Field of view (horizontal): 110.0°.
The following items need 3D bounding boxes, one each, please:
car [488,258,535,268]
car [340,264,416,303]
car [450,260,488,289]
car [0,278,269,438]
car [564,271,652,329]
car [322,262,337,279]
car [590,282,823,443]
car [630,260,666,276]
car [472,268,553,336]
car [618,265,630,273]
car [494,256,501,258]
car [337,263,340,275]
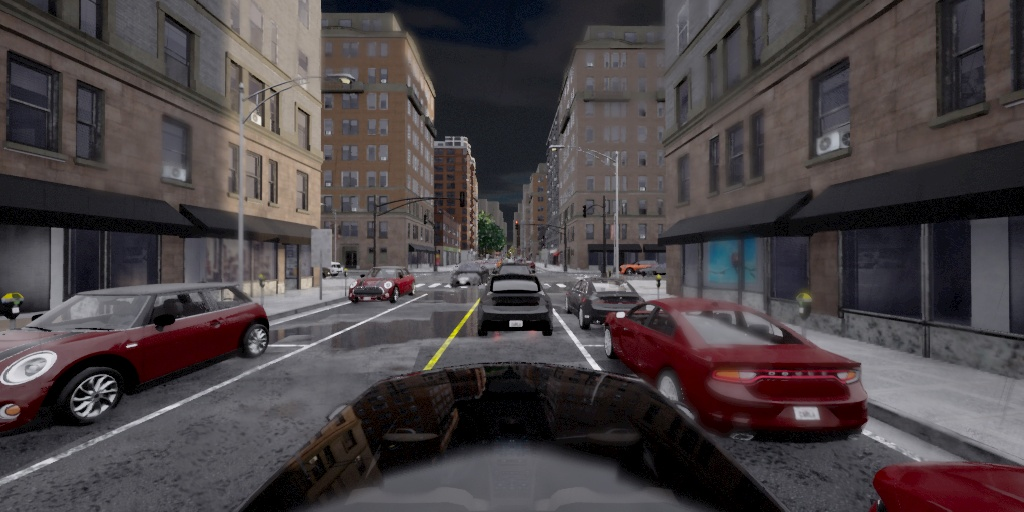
[{"bbox_3d":[0.119,1.108,17.809,2.097,1.767,4.553,0,0,0],"label":"car"},{"bbox_3d":[-5.836,1.195,16.470,1.967,1.591,4.097,0,0,0],"label":"car"},{"bbox_3d":[-2.662,1.233,23.359,2.128,1.511,4.902,0,1,5],"label":"car"},{"bbox_3d":[-5.852,1.190,5.484,1.967,1.591,4.097,0,0,0],"label":"car"},{"bbox_3d":[2.682,1.303,10.970,2.007,1.370,4.403,0,0,0],"label":"car"},{"bbox_3d":[-17.478,1.127,29.248,5.008,1.535,1.882,0,0,-2],"label":"car"},{"bbox_3d":[2.675,1.296,5.479,1.888,1.381,4.507,0,0,0],"label":"car"},{"bbox_3d":[15.186,1.395,36.087,5.357,1.411,2.033,0,0,0],"label":"car"},{"bbox_3d":[0.056,1.258,10.384,1.837,1.490,4.892,0,0,-1],"label":"car"},{"bbox_3d":[14.020,1.221,39.348,4.553,1.767,2.097,0,0,0],"label":"car"},{"bbox_3d":[-3.178,1.159,60.818,2.097,1.767,4.553,0,0,0],"label":"car"},{"bbox_3d":[-18.369,0.894,32.491,5.566,2.045,2.150,0,0,-1],"label":"car"}]
